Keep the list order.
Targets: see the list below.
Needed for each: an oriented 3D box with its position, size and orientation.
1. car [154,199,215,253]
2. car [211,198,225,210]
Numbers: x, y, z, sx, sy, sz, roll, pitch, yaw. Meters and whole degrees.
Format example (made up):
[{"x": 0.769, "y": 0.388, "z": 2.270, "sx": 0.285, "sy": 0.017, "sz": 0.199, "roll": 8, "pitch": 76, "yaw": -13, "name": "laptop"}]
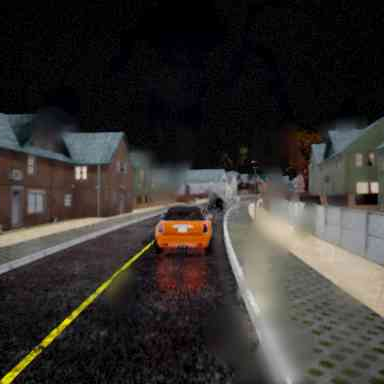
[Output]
[{"x": -0.221, "y": 1.348, "z": 13.834, "sx": 2.097, "sy": 1.767, "sz": 4.553, "roll": 0, "pitch": 0, "yaw": 3, "name": "car"}, {"x": 3.000, "y": 1.405, "z": 40.880, "sx": 1.812, "sy": 1.442, "sz": 4.674, "roll": 0, "pitch": 0, "yaw": 10, "name": "car"}]
